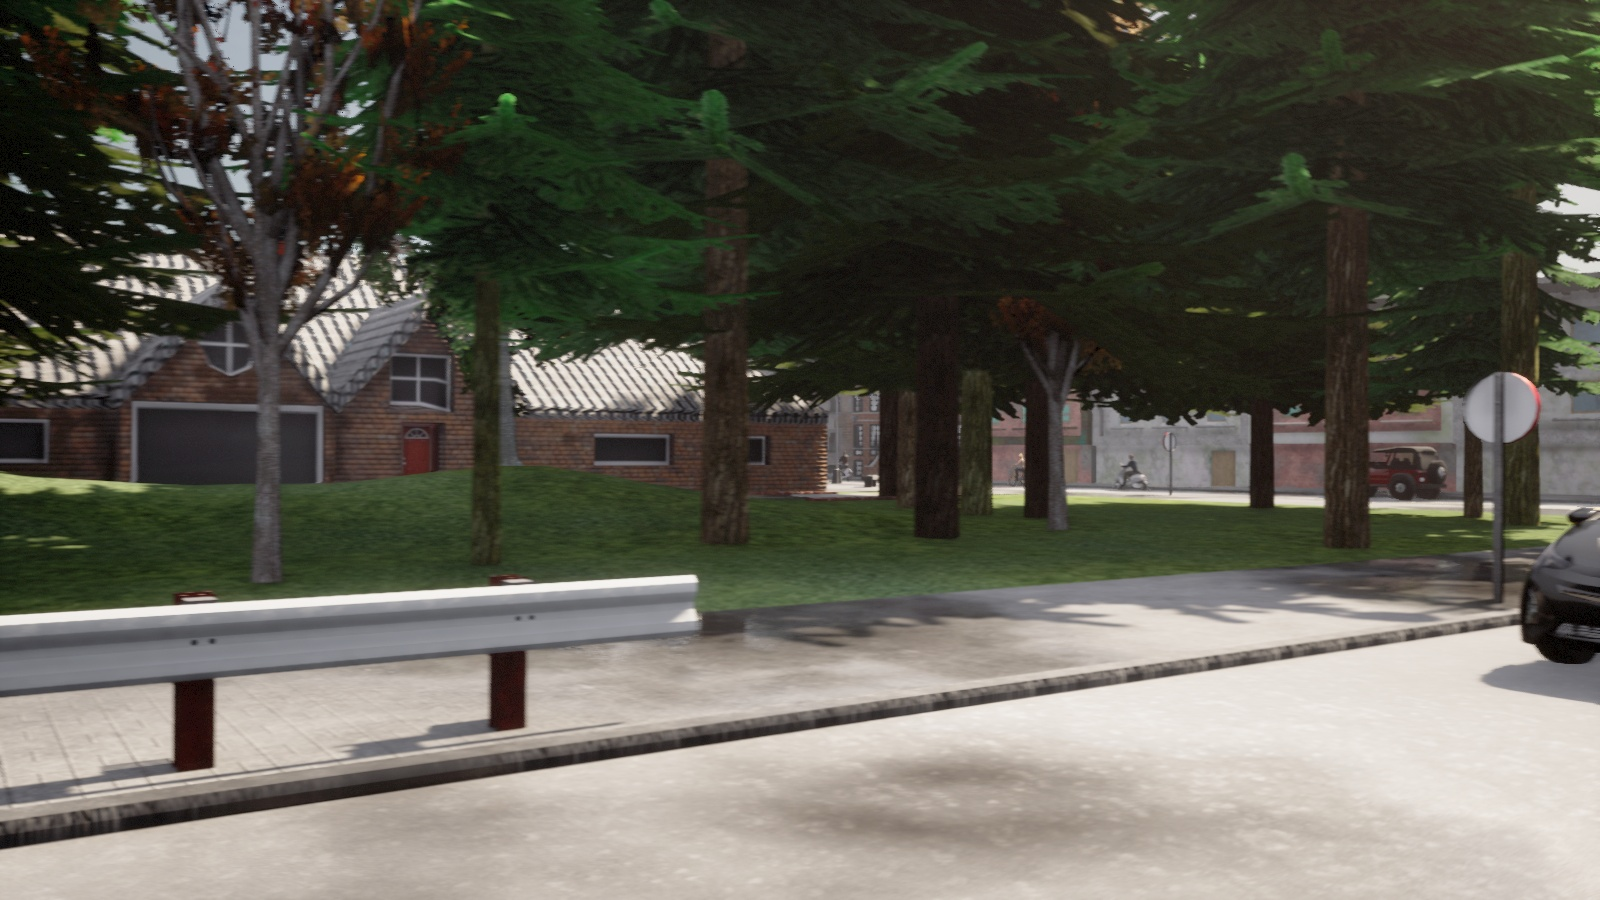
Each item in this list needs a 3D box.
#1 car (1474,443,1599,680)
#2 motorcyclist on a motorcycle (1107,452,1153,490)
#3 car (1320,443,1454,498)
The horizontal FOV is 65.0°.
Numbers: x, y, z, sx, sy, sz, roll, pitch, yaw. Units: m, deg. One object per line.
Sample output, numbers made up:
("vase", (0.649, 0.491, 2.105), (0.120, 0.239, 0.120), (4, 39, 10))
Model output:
("car", (7.135, 0.726, 9.233), (4.514, 1.525, 2.007), (0, 0, -35))
("motorcyclist on a motorcycle", (14.266, 0.904, 54.342), (0.866, 1.590, 1.817), (0, 0, -34))
("car", (20.864, 0.710, 44.743), (1.905, 1.878, 3.866), (0, 0, -35))
